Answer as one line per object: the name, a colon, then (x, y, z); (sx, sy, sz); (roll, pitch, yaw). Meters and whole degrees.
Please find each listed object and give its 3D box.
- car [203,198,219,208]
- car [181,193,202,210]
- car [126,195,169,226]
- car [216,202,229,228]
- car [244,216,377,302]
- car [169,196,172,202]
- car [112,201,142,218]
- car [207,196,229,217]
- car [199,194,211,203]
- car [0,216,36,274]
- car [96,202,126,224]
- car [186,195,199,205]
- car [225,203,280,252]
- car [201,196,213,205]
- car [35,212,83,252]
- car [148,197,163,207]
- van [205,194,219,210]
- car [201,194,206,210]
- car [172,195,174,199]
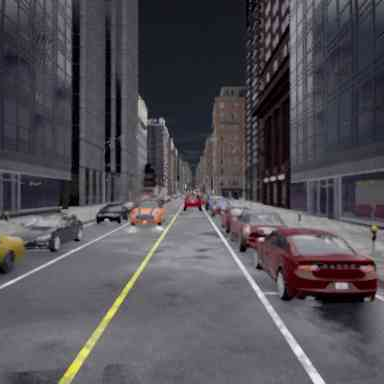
car: (2.665, 1.555, 47.545); (2.008, 1.369, 4.403); (1, 0, 0)
car: (0.091, 1.225, 42.190); (2.150, 2.045, 5.566); (0, 0, 0)
car: (-3.020, 1.351, 23.629); (2.097, 1.767, 4.553); (0, 0, 0)
car: (2.672, 1.544, 19.424); (1.887, 1.381, 4.507); (1, 0, 0)
car: (2.674, 1.544, 8.174); (1.887, 1.381, 4.507); (1, 0, 0)
car: (-5.865, 1.540, 69.879); (1.752, 1.417, 4.829); (1, 0, 0)
car: (-5.857, 1.546, 30.677); (1.887, 1.381, 4.507); (1, 0, 0)
car: (2.670, 1.440, 30.672); (1.967, 1.590, 4.097); (1, 0, 0)
car: (2.663, 1.330, 70.042); (2.192, 1.841, 5.009); (1, 0, 0)
car: (-5.851, 1.525, 8.009); (1.752, 1.417, 4.829); (1, 0, 0)
car: (-5.856, 1.566, 25.053); (1.947, 1.339, 4.313); (1, 0, 0)
car: (0.086, 1.366, 59.549); (2.097, 1.767, 4.553); (0, 0, 0)
car: (2.674, 1.439, 13.799); (1.967, 1.590, 4.097); (1, 0, 0)
car: (2.664, 1.450, 58.793); (1.967, 1.590, 4.097); (1, 0, 0)
car: (-5.853, 1.551, 13.804); (2.008, 1.369, 4.403); (1, 0, 0)
car: (-5.862, 1.552, 53.175); (1.887, 1.381, 4.507); (1, 0, 0)
van: (2.670, 1.342, 36.296); (1.690, 1.788, 3.998); (1, 0, 0)
car: (2.669, 1.318, 41.920); (2.192, 1.841, 5.009); (1, 0, 0)
car: (-5.867, 1.563, 75.674); (1.887, 1.381, 4.507); (1, 0, 0)
